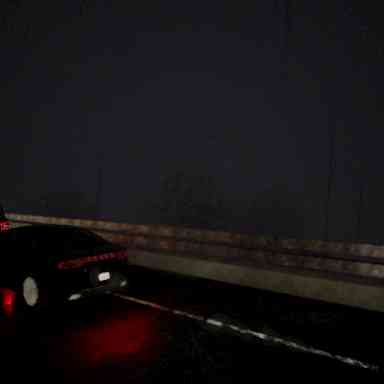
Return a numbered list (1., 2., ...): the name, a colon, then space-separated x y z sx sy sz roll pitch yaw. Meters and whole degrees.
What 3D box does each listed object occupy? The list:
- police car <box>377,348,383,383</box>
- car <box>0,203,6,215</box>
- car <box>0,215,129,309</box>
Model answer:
1. police car: 4.176 1.450 2.048 5.238 1.638 1.930 0 0 37
2. car: -8.489 1.256 11.693 5.566 2.045 2.150 0 0 37
3. car: -3.693 1.508 8.039 5.008 1.535 1.882 0 0 37
